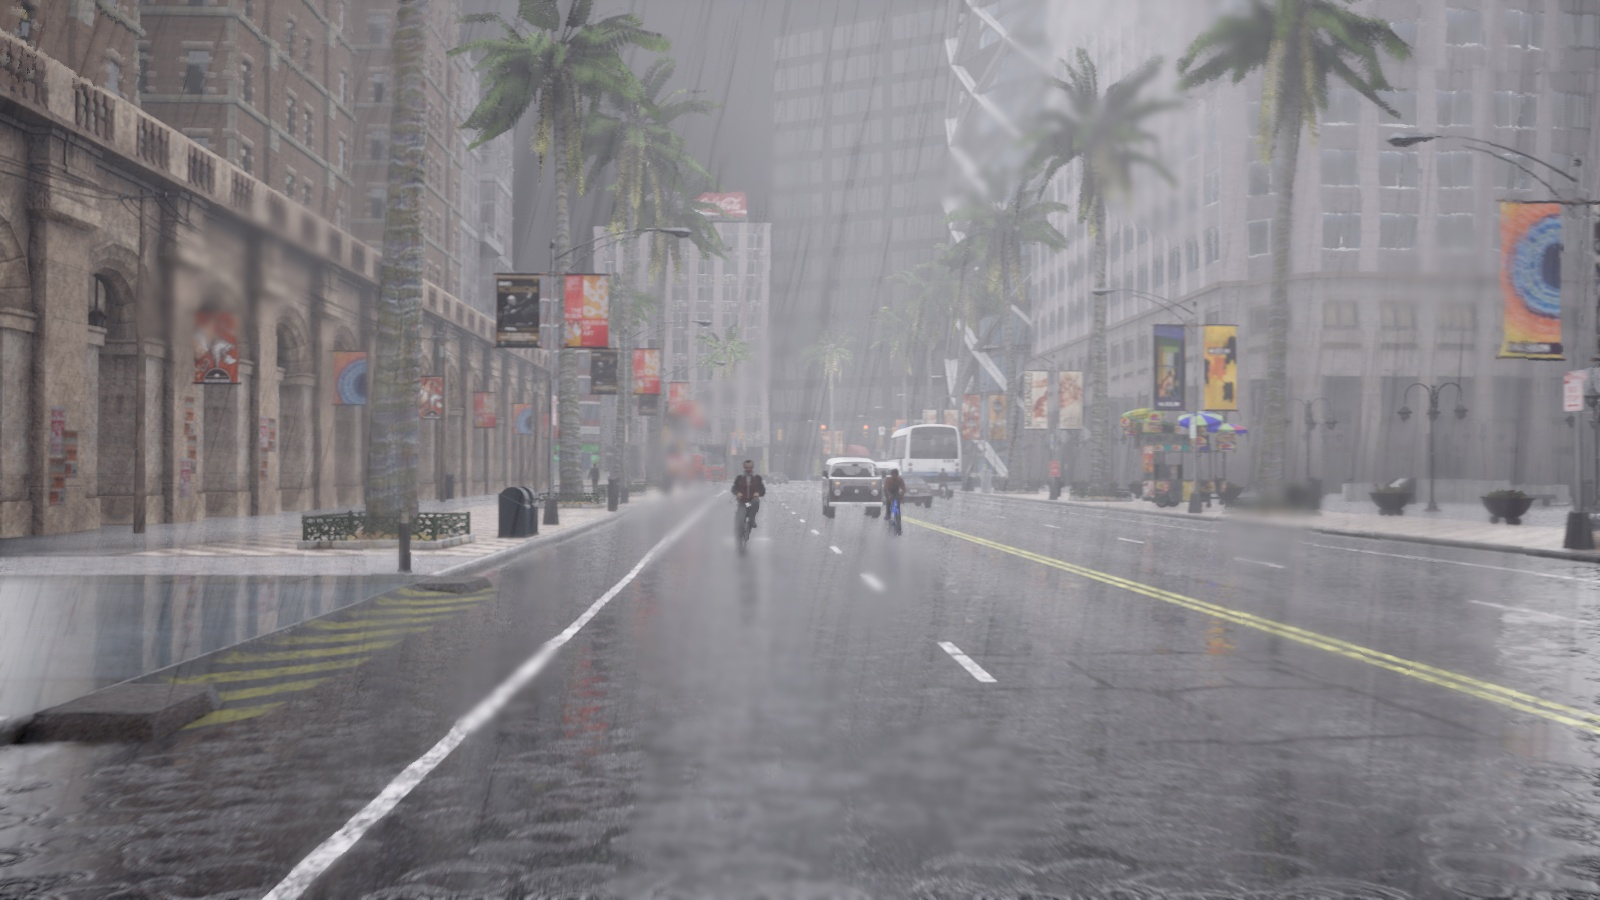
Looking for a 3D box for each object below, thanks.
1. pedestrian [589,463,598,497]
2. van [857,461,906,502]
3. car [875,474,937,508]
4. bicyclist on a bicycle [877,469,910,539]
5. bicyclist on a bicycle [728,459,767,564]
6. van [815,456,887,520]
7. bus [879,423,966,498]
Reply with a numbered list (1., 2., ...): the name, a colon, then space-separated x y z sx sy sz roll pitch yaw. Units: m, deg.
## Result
1. pedestrian: -11.876 1.741 72.293 0.423 1.949 0.788 0 -1 -2
2. van: 4.199 1.611 65.304 2.069 2.038 4.480 0 -1 -2
3. car: 4.584 1.765 55.269 2.033 1.411 5.357 0 -1 -3
4. bicyclist on a bicycle: 2.220 1.259 30.009 0.582 1.620 1.656 0 -1 -3
5. bicyclist on a bicycle: -0.936 1.064 22.312 0.659 1.776 1.843 0 -1 -3
6. van: 1.659 1.240 42.396 2.069 2.038 4.480 0 -1 -3
7. bus: 7.319 0.688 76.782 3.944 4.253 10.273 0 -1 -2
